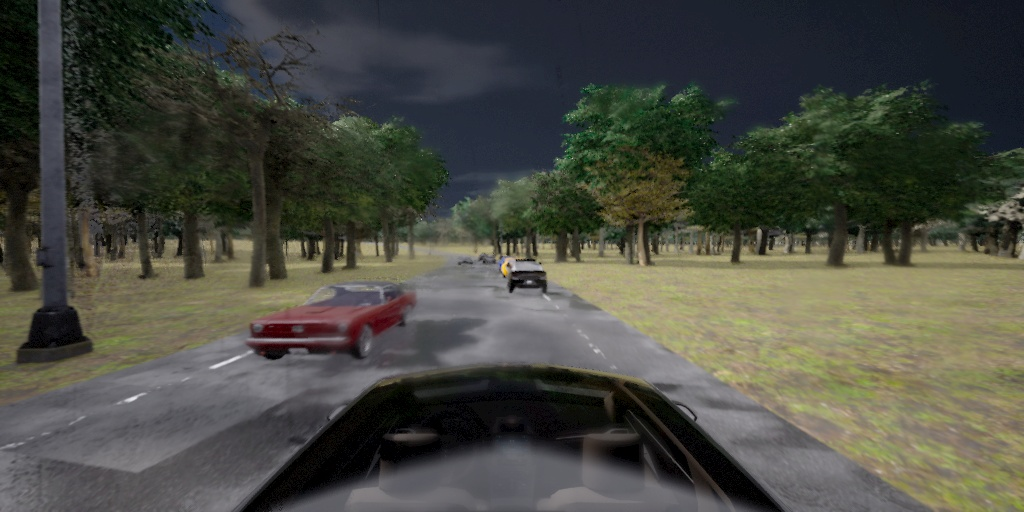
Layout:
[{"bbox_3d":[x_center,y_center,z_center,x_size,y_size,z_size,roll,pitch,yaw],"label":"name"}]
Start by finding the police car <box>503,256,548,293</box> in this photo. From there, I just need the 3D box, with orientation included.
[{"bbox_3d":[0.700,0.949,18.977,1.930,1.638,5.238,0,1,-2],"label":"police car"}]

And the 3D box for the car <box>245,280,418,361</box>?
[{"bbox_3d":[-3.669,1.285,8.302,1.895,1.301,4.718,0,1,-1],"label":"car"}]

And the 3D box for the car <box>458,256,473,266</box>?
[{"bbox_3d":[-6.541,0.636,50.891,1.994,1.385,4.181,0,1,-6],"label":"car"}]

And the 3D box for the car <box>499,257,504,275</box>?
[{"bbox_3d":[0.164,0.860,28.922,1.882,1.535,5.008,0,1,-4],"label":"car"}]

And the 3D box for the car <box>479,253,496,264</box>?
[{"bbox_3d":[-3.557,0.456,56.325,2.128,1.511,4.902,-1,1,-8],"label":"car"}]
